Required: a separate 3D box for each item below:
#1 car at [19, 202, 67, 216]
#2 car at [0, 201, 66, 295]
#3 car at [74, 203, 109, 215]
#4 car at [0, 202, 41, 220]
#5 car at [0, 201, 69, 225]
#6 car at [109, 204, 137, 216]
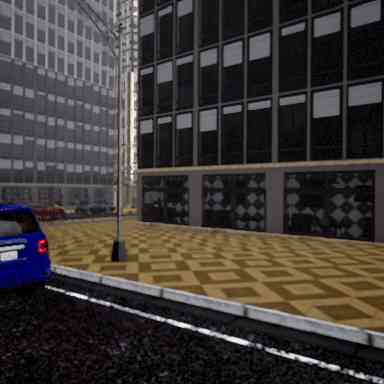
[{"bbox_3d":[-17.140,1.911,38.540,1.752,1.417,4.829,0,0,36],"label":"car"},{"bbox_3d":[-5.520,1.281,7.611,5.566,2.045,2.150,-1,0,35],"label":"car"},{"bbox_3d":[-12.030,2.053,41.091,1.895,1.301,4.718,1,0,36],"label":"car"},{"bbox_3d":[-17.928,1.858,33.096,2.128,1.511,4.902,1,0,36],"label":"car"},{"bbox_3d":[-13.642,1.726,29.167,2.192,1.841,5.009,0,0,36],"label":"car"},{"bbox_3d":[-6.844,2.035,38.378,1.752,1.417,4.829,0,0,36],"label":"car"}]
